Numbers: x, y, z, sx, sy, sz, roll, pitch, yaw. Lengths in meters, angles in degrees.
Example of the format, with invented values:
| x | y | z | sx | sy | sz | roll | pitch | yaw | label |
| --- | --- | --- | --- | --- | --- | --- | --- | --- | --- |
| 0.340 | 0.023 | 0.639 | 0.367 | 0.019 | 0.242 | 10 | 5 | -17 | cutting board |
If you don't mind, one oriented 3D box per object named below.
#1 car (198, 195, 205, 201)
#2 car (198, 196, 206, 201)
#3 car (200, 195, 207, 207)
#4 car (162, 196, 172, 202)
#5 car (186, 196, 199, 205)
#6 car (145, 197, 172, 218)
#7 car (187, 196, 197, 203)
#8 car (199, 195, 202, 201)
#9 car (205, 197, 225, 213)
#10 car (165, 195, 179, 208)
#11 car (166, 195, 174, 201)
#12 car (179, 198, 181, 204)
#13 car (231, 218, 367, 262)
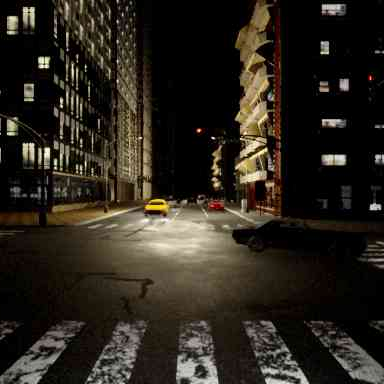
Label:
| x | y | z | sx | sy | sz | roll | pitch | yaw | label |
| --- | --- | --- | --- | --- | --- | --- | --- | --- | --- |
| 2.554 | 1.491 | 89.674 | 1.967 | 1.590 | 4.097 | 0 | 0 | 0 | car |
| 2.563 | 1.626 | 84.025 | 1.802 | 1.307 | 4.206 | 0 | 0 | 0 | car |
| 2.615 | 1.567 | 50.134 | 2.008 | 1.369 | 4.403 | 0 | 0 | 0 | car |
| -5.809 | 1.589 | 78.363 | 2.008 | 1.369 | 4.403 | 0 | 0 | 0 | car |
| 0.007 | 1.528 | 59.967 | 1.837 | 1.490 | 4.892 | 0 | 0 | 0 | car |
| -3.147 | 1.483 | 30.448 | 1.882 | 1.535 | 5.008 | 0 | 0 | 0 | car |
| -0.021 | 1.594 | 70.278 | 1.994 | 1.385 | 4.181 | 0 | 0 | 0 | car |
| 2.607 | 1.571 | 55.782 | 2.008 | 1.369 | 4.403 | 0 | 0 | 0 | car |
| 2.685 | 1.591 | 37.216 | 1.802 | 1.307 | 4.206 | 0 | 0 | 0 | car |
| -3.164 | 1.540 | 47.166 | 1.812 | 1.442 | 4.674 | 0 | 0 | 0 | car |
| -5.827 | 1.595 | 89.661 | 1.887 | 1.381 | 4.507 | 0 | 0 | 0 | car |
| -3.098 | 1.639 | 63.975 | 2.033 | 1.411 | 5.357 | 0 | 0 | 0 | car |
| 4.022 | 1.702 | 12.719 | 4.718 | 1.301 | 1.895 | 1 | 0 | 27 | car |
